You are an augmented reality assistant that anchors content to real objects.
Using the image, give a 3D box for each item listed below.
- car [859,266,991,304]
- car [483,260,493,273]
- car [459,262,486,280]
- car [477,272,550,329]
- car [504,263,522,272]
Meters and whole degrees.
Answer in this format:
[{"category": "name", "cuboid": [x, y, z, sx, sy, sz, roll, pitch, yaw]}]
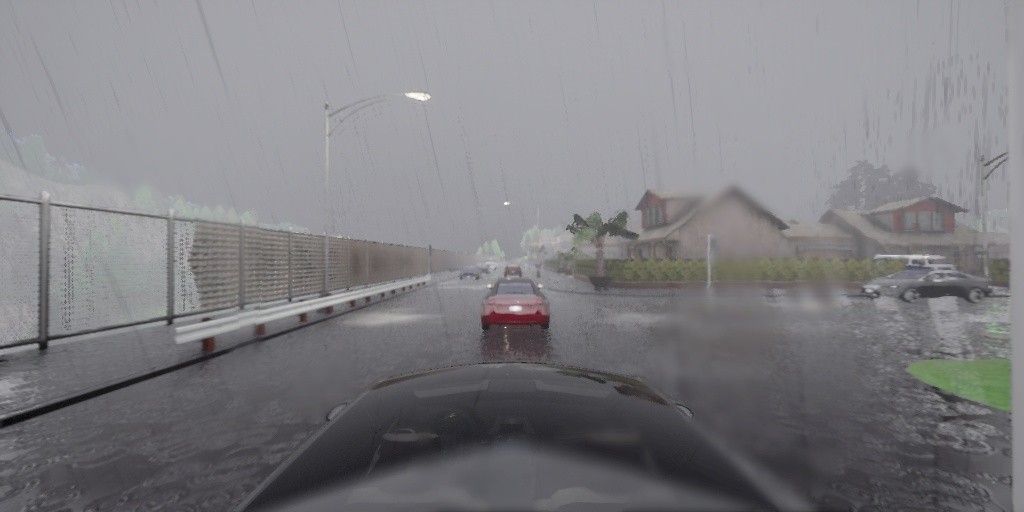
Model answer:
[{"category": "car", "cuboid": [19.210, 1.371, 16.829, 4.902, 1.511, 2.128, 0, 0, 0]}, {"category": "car", "cuboid": [-4.067, 1.635, 48.648, 1.882, 1.535, 5.008, 0, 0, 0]}, {"category": "car", "cuboid": [-4.087, 1.598, 36.332, 2.033, 1.411, 5.357, 0, 0, 0]}, {"category": "car", "cuboid": [0.098, 1.400, 11.645, 1.994, 1.385, 4.181, 0, 0, 0]}, {"category": "car", "cuboid": [0.108, 1.571, 41.388, 1.882, 1.535, 5.008, 0, 0, 0]}]
